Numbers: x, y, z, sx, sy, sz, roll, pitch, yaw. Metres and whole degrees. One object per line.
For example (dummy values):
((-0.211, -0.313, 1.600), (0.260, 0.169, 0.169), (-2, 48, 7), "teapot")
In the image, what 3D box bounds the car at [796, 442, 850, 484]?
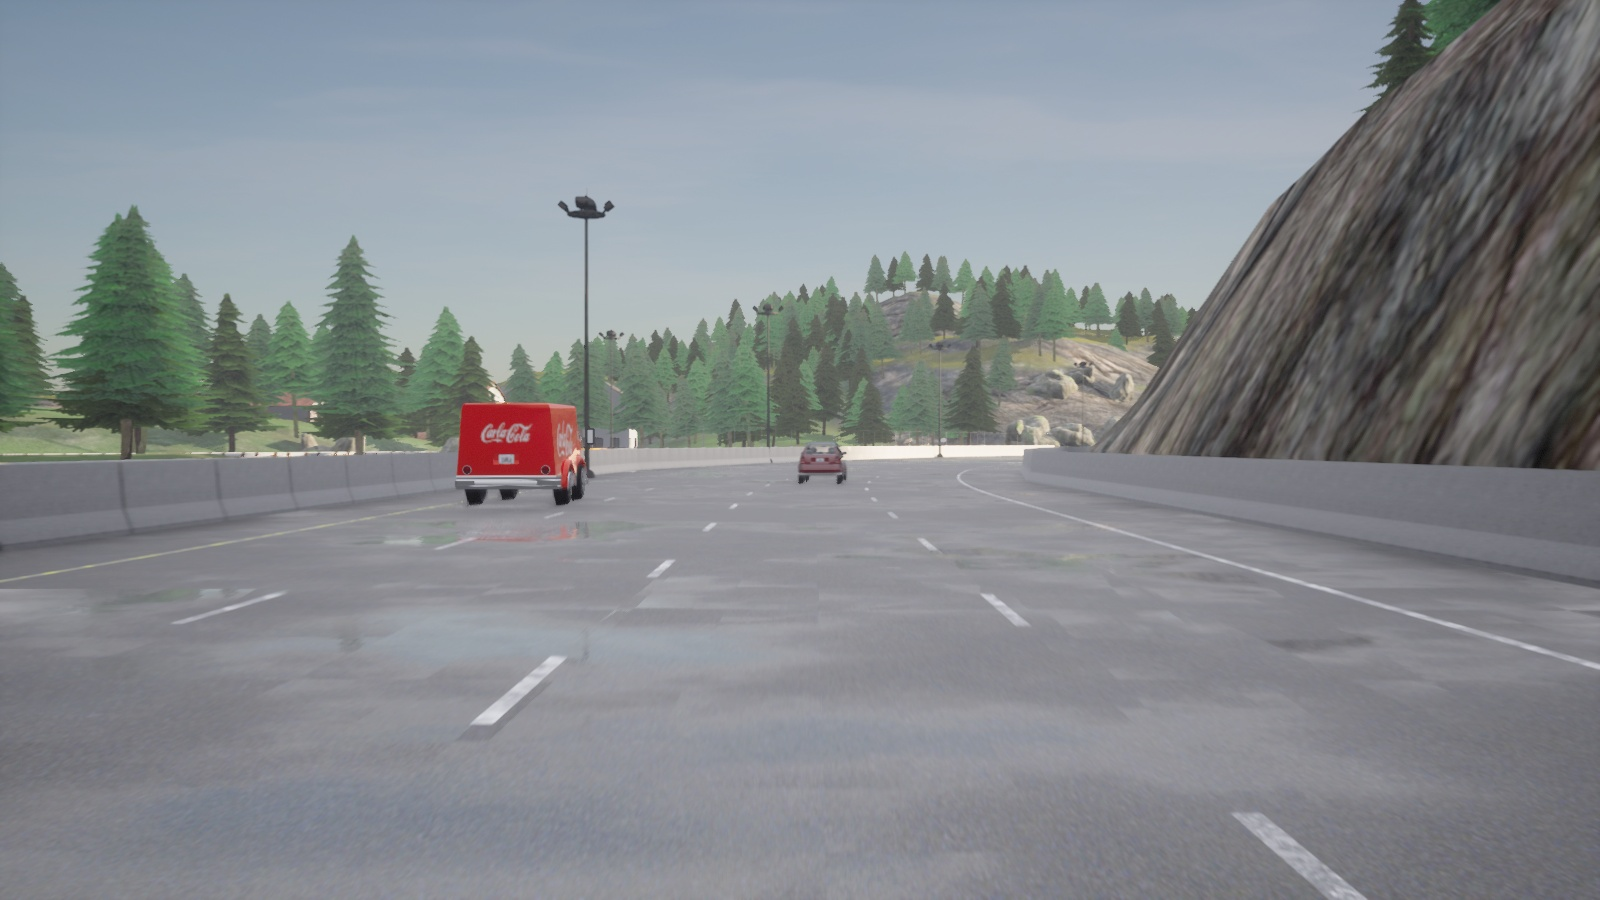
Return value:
((0.905, 0.460, 47.748), (1.789, 1.549, 3.705), (0, 0, 5), "car")

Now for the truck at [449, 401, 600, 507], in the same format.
((-6.800, 0.078, 31.707), (2.627, 2.467, 5.204), (0, 0, 0), "truck")
